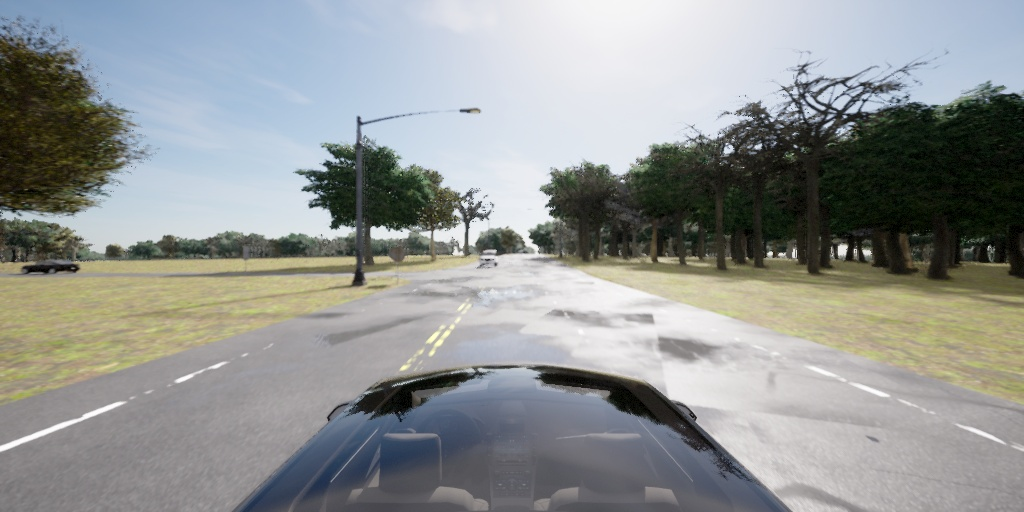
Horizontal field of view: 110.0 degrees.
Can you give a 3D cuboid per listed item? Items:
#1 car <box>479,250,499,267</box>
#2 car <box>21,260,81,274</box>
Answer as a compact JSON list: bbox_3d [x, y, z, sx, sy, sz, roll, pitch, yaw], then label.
[{"bbox_3d":[-2.884,0.303,45.764,2.150,2.045,5.566,0,2,2],"label":"car"},{"bbox_3d":[-49.441,1.168,38.450,5.008,1.535,1.882,0,0,2],"label":"car"}]
